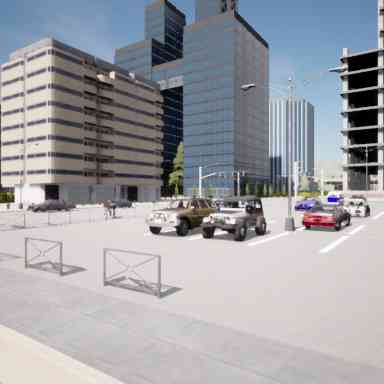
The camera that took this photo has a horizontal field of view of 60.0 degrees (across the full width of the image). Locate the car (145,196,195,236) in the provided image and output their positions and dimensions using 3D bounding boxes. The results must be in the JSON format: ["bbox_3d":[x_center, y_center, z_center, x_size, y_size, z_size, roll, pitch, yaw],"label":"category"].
[{"bbox_3d":[-0.276,1.153,17.279,1.932,1.855,4.605,0,0,34],"label":"car"}]

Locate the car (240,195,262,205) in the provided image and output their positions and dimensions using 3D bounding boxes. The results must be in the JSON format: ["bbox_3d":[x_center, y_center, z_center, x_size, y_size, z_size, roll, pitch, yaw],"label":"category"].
[{"bbox_3d":[10.395,1.350,58.354,2.097,1.767,4.553,0,0,34],"label":"car"}]

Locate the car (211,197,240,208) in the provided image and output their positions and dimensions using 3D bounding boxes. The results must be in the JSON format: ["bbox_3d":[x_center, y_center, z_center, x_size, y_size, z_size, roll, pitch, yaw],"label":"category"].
[{"bbox_3d":[5.135,1.546,50.475,2.033,1.411,5.357,0,0,33],"label":"car"}]

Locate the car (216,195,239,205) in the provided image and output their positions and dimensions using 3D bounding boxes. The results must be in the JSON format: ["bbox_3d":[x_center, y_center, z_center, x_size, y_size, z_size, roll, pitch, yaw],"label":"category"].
[{"bbox_3d":[6.360,1.350,58.781,2.097,1.767,4.553,0,0,34],"label":"car"}]

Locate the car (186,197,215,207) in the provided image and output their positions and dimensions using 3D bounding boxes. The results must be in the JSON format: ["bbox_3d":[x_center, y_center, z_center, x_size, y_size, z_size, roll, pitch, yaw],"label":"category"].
[{"bbox_3d":[1.322,1.490,51.149,2.128,1.511,4.902,0,0,34],"label":"car"}]

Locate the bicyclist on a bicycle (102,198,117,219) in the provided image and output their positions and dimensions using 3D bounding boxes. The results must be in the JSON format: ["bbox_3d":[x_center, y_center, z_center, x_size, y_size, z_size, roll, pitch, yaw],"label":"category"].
[{"bbox_3d":[-6.520,1.301,26.229,1.656,1.620,0.582,0,0,34],"label":"bicyclist on a bicycle"}]

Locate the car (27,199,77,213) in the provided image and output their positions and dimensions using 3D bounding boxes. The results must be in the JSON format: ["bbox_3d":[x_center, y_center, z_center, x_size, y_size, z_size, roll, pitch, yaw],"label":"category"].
[{"bbox_3d":[-15.954,1.545,38.177,2.033,1.411,5.357,0,0,34],"label":"car"}]

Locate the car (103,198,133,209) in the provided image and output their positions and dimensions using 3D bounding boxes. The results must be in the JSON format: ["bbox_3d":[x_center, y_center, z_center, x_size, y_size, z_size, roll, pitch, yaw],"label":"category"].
[{"bbox_3d":[-10.329,1.561,46.550,1.994,1.385,4.181,0,0,35],"label":"car"}]

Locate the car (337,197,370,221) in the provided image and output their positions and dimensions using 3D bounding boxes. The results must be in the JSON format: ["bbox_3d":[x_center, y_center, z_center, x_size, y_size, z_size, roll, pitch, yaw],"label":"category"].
[{"bbox_3d":[14.097,1.395,28.592,1.970,1.475,3.806,0,0,34],"label":"car"}]

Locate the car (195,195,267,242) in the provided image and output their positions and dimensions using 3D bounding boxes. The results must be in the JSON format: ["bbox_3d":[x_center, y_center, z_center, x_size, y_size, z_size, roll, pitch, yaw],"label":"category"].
[{"bbox_3d":[2.094,1.156,15.617,1.905,1.878,3.866,0,0,34],"label":"car"}]
